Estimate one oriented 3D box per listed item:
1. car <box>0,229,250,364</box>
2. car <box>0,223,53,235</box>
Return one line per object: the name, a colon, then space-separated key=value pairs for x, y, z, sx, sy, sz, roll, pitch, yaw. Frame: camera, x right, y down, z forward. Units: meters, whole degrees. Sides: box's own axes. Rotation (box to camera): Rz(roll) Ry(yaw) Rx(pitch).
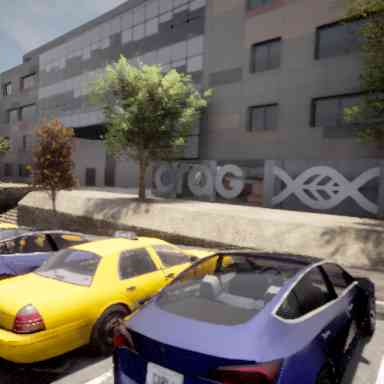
car: x=-1.045 y=1.504 z=6.256 sx=1.946 sy=1.575 sz=5.366 roll=0 pitch=0 yaw=36
car: x=-3.411 y=1.554 z=7.751 sx=2.163 sy=1.488 sz=4.792 roll=0 pitch=0 yaw=36
